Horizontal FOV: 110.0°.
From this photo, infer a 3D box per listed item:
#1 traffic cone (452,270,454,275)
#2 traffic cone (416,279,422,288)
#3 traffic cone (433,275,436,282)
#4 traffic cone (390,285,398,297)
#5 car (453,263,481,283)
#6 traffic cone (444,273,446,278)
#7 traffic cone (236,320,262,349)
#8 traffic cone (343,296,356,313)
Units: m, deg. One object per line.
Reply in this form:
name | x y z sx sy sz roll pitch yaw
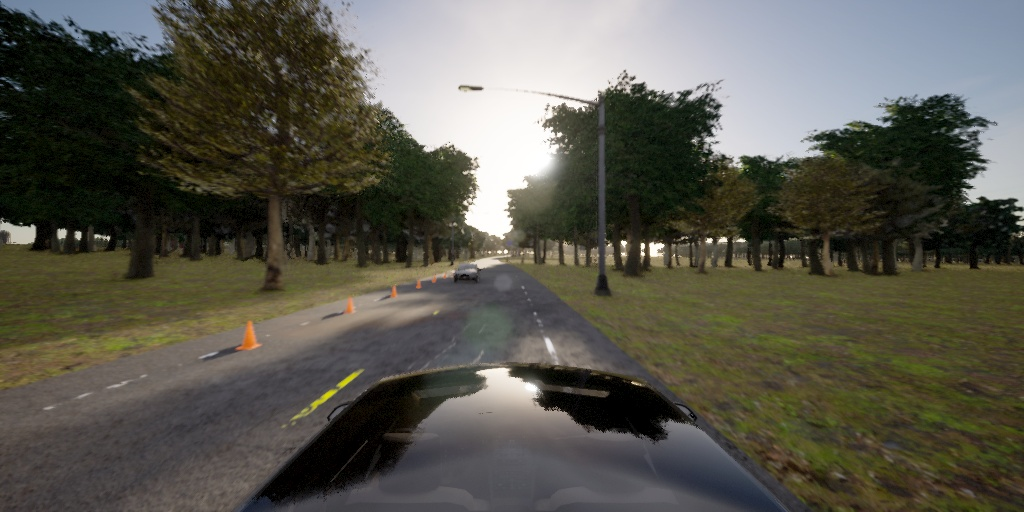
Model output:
traffic cone | -6.253 1.755 37.867 0.340 0.580 0.340 0 0 -1
traffic cone | -5.948 1.736 22.903 0.340 0.580 0.340 0 0 -1
traffic cone | -6.032 1.741 27.892 0.340 0.580 0.340 0 0 -1
traffic cone | -5.883 1.732 17.915 0.340 0.580 0.340 0 0 -1
car | -3.446 1.284 28.160 1.837 1.490 4.892 0 0 -1
traffic cone | -6.133 1.747 32.879 0.340 0.580 0.340 0 0 -1
traffic cone | -5.807 1.725 7.937 0.340 0.580 0.340 0 0 0
traffic cone | -5.836 1.729 12.926 0.340 0.580 0.340 0 0 0
